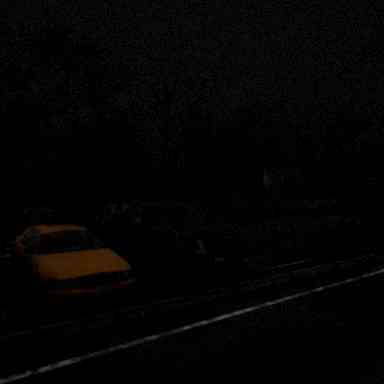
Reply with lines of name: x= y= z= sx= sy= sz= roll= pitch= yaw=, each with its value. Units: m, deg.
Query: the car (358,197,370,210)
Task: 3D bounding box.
car: x=17.802 y=1.401 z=39.416 sx=2.231 sy=1.521 sz=4.892 roll=0 pitch=0 yaw=-36

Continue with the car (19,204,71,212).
car: x=-9.296 y=1.484 z=20.049 sx=2.231 sy=1.521 sz=4.892 roll=0 pitch=0 yaw=-36

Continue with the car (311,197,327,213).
car: x=11.027 y=1.458 z=34.575 sx=2.002 sy=1.452 sz=4.674 roll=0 pitch=0 yaw=-36

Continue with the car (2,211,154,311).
car: x=-3.148 y=1.484 z=8.130 sx=1.946 sy=1.575 sz=5.366 roll=0 pitch=0 yaw=-36

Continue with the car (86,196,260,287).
car: x=-0.959 y=1.228 z=9.888 sx=2.435 sy=2.045 sz=5.566 roll=0 pitch=0 yaw=-36

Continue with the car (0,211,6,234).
car: x=-11.553 y=1.490 z=18.434 sx=2.097 sy=1.535 sz=5.008 roll=0 pitch=0 yaw=-36

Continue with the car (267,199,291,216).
car: x=6.512 y=1.472 z=31.343 sx=2.002 sy=1.452 sz=4.674 roll=0 pitch=0 yaw=-36

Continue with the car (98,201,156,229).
car: x=-4.669 y=1.465 z=23.122 sx=1.946 sy=1.575 sz=5.366 roll=0 pitch=0 yaw=-36

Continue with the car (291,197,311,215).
car: x=8.772 y=1.424 z=32.958 sx=2.097 sy=1.535 sz=5.008 roll=0 pitch=0 yaw=-36

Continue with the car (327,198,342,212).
car: x=13.265 y=1.286 z=36.217 sx=2.185 sy=1.767 sz=4.553 roll=0 pitch=0 yaw=-36

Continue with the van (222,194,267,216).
van: x=4.184 y=1.213 z=29.826 sx=1.878 sy=1.987 sz=4.442 roll=0 pitch=0 yaw=-36

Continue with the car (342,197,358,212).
car: x=15.538 y=1.405 z=37.811 sx=2.097 sy=1.535 sz=5.008 roll=0 pitch=0 yaw=-36

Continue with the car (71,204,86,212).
car: x=-7.052 y=1.505 z=21.682 sx=2.163 sy=1.488 sz=4.792 roll=0 pitch=0 yaw=-36

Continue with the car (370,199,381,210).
car: x=20.038 y=1.423 z=41.058 sx=2.163 sy=1.488 sz=4.792 roll=0 pitch=0 yaw=-36

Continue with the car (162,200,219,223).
car: x=-0.245 y=1.483 z=26.479 sx=2.163 sy=1.488 sz=4.792 roll=0 pitch=0 yaw=-36
